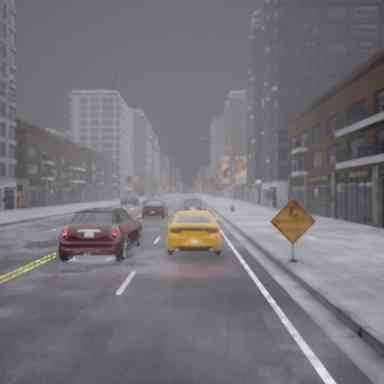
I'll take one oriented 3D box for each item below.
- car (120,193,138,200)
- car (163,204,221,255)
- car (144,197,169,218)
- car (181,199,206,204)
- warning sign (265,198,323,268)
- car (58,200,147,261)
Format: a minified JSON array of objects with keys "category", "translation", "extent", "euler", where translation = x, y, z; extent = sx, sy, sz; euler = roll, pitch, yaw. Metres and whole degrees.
[{"category":"car","translation":[-9.782,1.187,52.446],"extent":[2.150,2.045,5.566],"euler":[0,0,0]},{"category":"car","translation":[0.081,1.469,13.328],"extent":[1.882,1.535,5.008],"euler":[0,0,0]},{"category":"car","translation":[-3.153,1.458,29.228],"extent":[1.882,1.535,5.008],"euler":[0,0,0]},{"category":"car","translation":[0.087,1.332,27.397],"extent":[2.097,1.767,4.553],"euler":[0,0,0]},{"category":"warning sign","translation":[2.852,1.109,9.429],"extent":[1.300,1.860,1.060],"euler":[0,0,0]},{"category":"car","translation":[-3.172,1.342,12.421],"extent":[2.097,1.767,4.553],"euler":[0,0,0]}]
